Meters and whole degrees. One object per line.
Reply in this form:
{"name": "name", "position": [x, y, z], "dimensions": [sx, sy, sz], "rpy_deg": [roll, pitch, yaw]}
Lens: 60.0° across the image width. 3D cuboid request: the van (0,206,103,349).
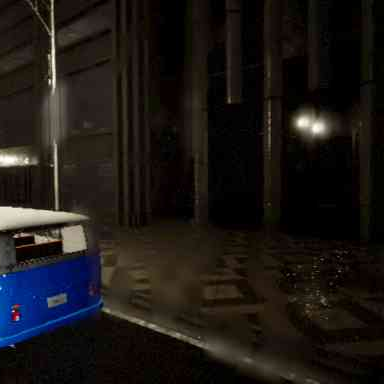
{"name": "van", "position": [-3.239, 1.161, 5.490], "dimensions": [3.998, 1.788, 1.690], "rpy_deg": [1, 3, 38]}
